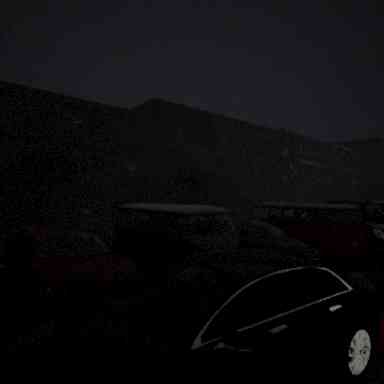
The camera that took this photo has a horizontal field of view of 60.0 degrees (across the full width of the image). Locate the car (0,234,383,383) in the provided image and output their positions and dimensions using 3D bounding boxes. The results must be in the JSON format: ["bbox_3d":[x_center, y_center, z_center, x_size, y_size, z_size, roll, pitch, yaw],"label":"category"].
[{"bbox_3d":[0.383,1.534,3.956,4.892,1.490,1.837,1,0,-35],"label":"car"}]

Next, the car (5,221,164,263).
[{"bbox_3d":[-2.851,1.501,7.363,2.097,1.535,5.008,1,0,-35],"label":"car"}]

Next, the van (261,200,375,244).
[{"bbox_3d":[3.936,1.375,12.335,1.878,1.987,4.442,1,0,-35],"label":"van"}]

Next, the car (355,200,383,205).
[{"bbox_3d":[8.586,1.418,15.467,2.435,2.045,5.566,1,-1,-35],"label":"car"}]

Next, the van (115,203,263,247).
[{"bbox_3d":[-0.496,1.308,8.892,1.878,1.987,4.442,1,0,-35],"label":"van"}]

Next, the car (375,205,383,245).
[{"bbox_3d":[6.268,1.508,13.891,2.185,1.767,4.553,1,0,-35],"label":"car"}]

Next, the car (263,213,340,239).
[{"bbox_3d":[1.714,1.568,10.617,2.231,1.521,4.892,1,0,-35],"label":"car"}]
